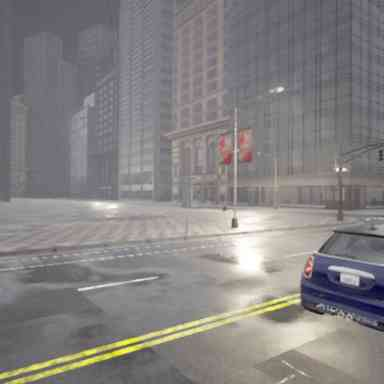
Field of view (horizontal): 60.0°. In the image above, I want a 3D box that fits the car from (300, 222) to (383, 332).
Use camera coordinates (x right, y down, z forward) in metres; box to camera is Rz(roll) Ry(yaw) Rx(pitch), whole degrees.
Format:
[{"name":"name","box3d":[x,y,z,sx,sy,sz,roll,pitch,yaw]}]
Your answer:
[{"name":"car","box3d":[4.192,1.405,6.436,4.553,1.767,2.097,1,0,-36]}]
